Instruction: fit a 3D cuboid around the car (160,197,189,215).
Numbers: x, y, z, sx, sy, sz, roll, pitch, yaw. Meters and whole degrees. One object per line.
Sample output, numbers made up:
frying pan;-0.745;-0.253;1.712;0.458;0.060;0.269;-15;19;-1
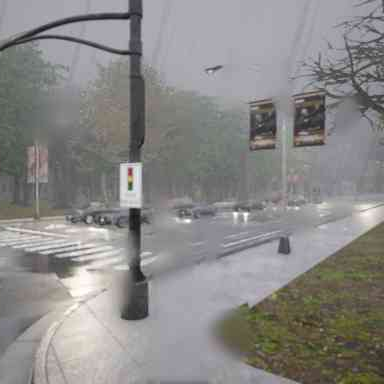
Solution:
car;-1.507;1.288;31.926;2.097;1.767;4.553;0;0;36

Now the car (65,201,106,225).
car;-6.867;1.484;24.442;1.837;1.490;4.892;0;0;36

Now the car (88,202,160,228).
car;-4.419;1.557;22.279;1.994;1.385;4.181;0;0;35

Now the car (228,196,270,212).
car;6.587;1.452;37.648;2.033;1.411;5.357;0;0;35

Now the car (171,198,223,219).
car;0.485;1.518;29.091;1.994;1.385;4.181;0;0;38

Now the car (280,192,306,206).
car;15.422;1.185;49.831;2.097;1.767;4.553;0;1;36

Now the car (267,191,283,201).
car;13.207;0.761;52.301;2.150;2.045;5.566;0;0;36

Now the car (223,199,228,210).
car;4.393;1.489;40.156;1.895;1.301;4.718;0;0;36
